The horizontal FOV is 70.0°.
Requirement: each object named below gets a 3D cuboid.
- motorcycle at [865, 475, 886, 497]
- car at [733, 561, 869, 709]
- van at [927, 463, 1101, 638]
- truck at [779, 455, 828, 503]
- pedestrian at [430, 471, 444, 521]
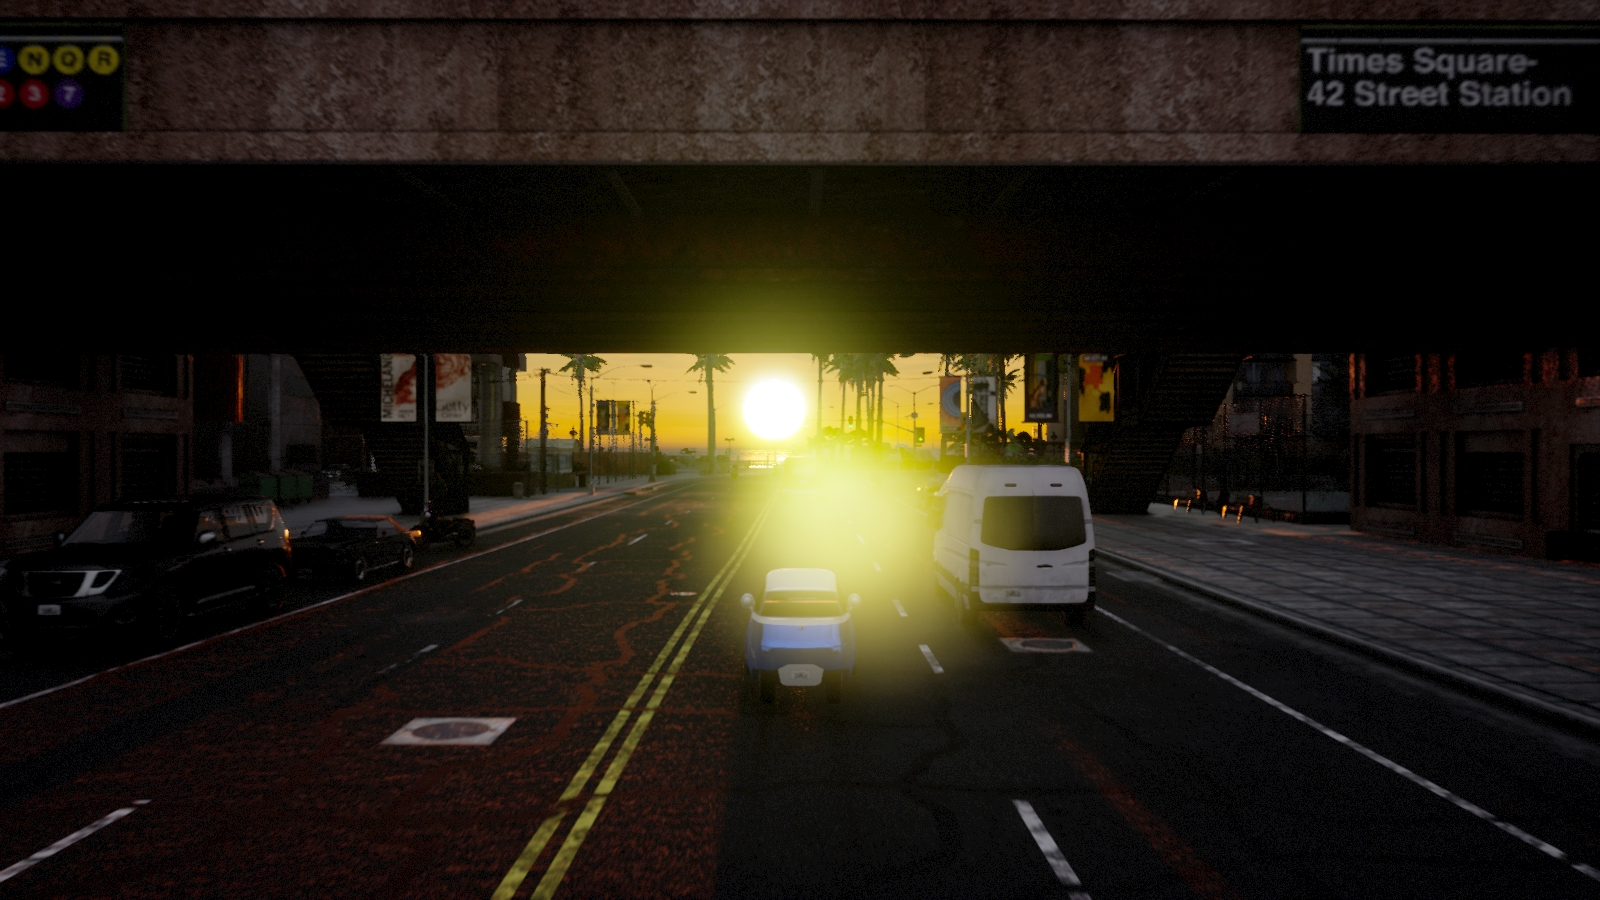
[{"bbox_3d":[4.675,2.204,70.477,0.867,1.251,2.209,1,0,14],"label":"motorcycle"},{"bbox_3d":[0.012,2.120,13.537,1.481,1.376,2.207,0,0,0],"label":"car"},{"bbox_3d":[3.535,1.534,20.091,1.988,2.561,5.915,0,0,0],"label":"van"},{"bbox_3d":[0.203,1.575,63.847,2.627,2.467,5.204,0,1,0],"label":"truck"},{"bbox_3d":[-13.493,1.698,42.523,0.375,1.860,0.375,0,0,6],"label":"pedestrian"}]
